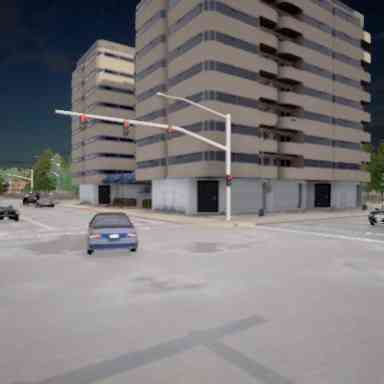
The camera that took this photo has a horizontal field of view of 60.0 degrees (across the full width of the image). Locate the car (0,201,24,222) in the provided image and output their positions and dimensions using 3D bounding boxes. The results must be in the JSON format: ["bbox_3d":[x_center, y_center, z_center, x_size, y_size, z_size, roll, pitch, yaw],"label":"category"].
[{"bbox_3d":[-14.656,1.598,25.797,1.895,1.301,4.718,0,0,-35],"label":"car"}]

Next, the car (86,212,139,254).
[{"bbox_3d":[-3.333,1.544,13.678,2.033,1.411,5.357,0,0,-16],"label":"car"}]

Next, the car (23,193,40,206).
[{"bbox_3d":[-26.625,1.214,55.460,2.150,2.045,5.566,0,0,-35],"label":"car"}]

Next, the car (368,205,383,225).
[{"bbox_3d":[13.800,1.477,22.436,4.902,1.511,2.128,0,0,-35],"label":"car"}]

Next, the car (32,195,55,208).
[{"bbox_3d":[-20.917,1.557,47.324,1.994,1.385,4.181,0,0,-34],"label":"car"}]
